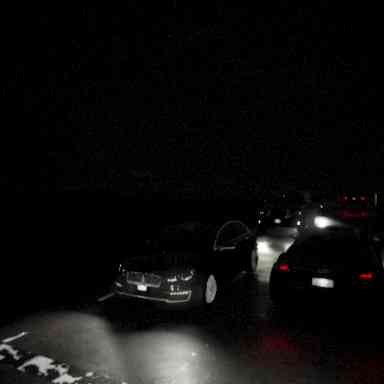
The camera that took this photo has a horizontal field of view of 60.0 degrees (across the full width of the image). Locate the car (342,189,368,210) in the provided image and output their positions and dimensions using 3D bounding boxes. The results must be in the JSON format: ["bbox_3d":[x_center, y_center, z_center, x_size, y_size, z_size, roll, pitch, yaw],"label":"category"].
[{"bbox_3d":[16.564,0.692,33.896,2.150,2.045,5.566,0,1,27],"label":"car"}]

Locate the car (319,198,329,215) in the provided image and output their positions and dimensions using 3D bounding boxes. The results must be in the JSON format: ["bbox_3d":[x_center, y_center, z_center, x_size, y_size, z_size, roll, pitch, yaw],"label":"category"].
[{"bbox_3d":[10.385,1.181,28.071,1.895,1.301,4.718,0,1,27],"label":"car"}]

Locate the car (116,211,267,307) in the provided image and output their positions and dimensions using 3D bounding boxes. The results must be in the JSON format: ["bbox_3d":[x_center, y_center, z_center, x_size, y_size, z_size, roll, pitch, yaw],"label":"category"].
[{"bbox_3d":[0.213,1.401,7.977,1.837,1.490,4.892,0,0,27],"label":"car"}]

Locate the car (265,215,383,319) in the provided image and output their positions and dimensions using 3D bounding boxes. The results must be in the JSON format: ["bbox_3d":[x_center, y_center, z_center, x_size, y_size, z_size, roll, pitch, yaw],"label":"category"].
[{"bbox_3d":[3.076,1.446,7.316,1.994,1.385,4.181,0,1,27],"label":"car"}]

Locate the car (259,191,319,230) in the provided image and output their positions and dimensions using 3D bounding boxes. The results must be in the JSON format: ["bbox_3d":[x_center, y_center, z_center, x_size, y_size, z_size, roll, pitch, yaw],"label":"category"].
[{"bbox_3d":[5.213,0.958,17.866,2.150,2.045,5.566,0,1,27],"label":"car"}]

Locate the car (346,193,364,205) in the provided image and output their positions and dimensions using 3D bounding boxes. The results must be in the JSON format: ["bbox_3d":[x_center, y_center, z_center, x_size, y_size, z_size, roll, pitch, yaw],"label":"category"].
[{"bbox_3d":[21.364,0.874,43.488,2.033,1.411,5.357,0,1,27],"label":"car"}]
